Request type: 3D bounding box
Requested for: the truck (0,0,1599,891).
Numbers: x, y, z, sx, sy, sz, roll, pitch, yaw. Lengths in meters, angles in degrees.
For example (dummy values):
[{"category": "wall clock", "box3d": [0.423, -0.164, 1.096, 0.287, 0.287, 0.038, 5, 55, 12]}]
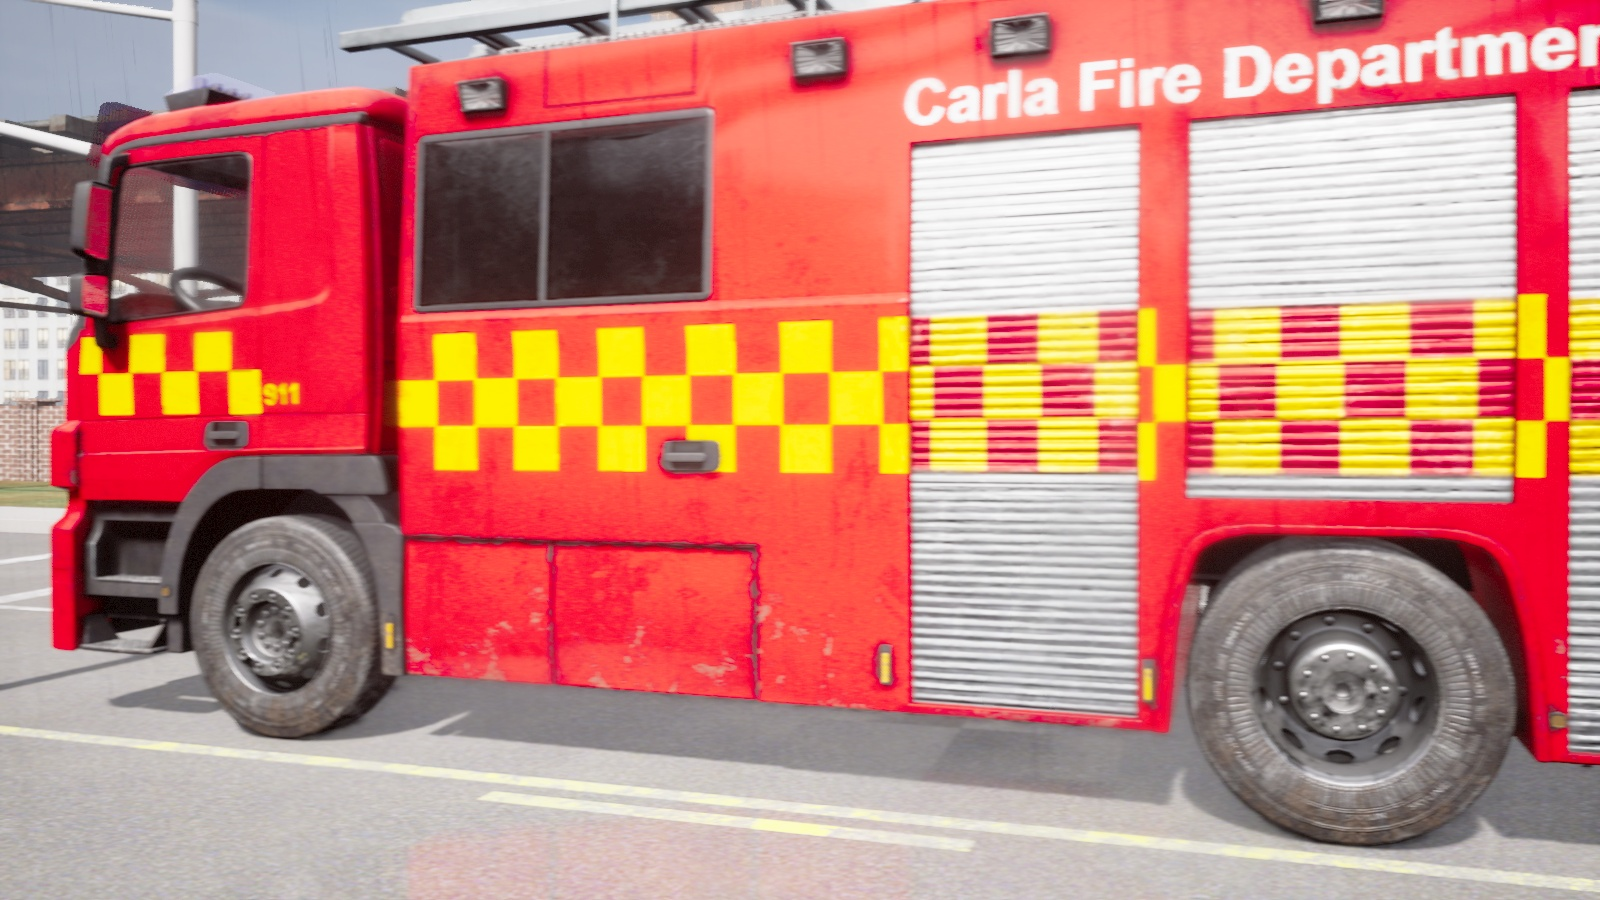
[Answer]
[{"category": "truck", "box3d": [-0.042, -0.447, 6.849, 8.468, 3.827, 2.891, 1, 1, 20]}]
